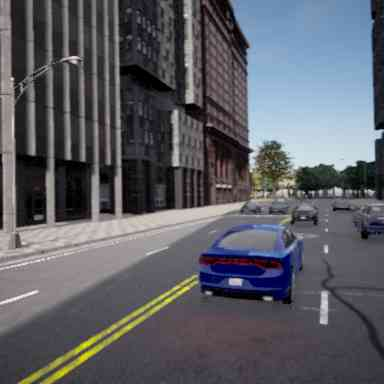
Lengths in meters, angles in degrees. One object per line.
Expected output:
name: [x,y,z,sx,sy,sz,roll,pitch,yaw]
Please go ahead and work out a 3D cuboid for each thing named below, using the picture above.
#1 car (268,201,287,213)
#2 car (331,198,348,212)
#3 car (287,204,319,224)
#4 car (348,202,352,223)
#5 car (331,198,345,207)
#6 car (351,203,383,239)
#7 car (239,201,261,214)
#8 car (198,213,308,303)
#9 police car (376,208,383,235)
car: [9.759,1.742,37.327,1.837,1.490,4.892,-1,-1,22]
car: [18.346,1.661,40.898,1.994,1.385,4.181,-1,-1,22]
car: [8.702,1.647,25.571,1.812,1.442,4.674,-1,-1,22]
car: [11.984,1.544,22.730,1.812,1.442,4.674,-1,-1,22]
car: [24.630,1.694,56.337,2.033,1.411,5.357,-1,-1,22]
car: [9.703,1.351,17.149,2.097,1.767,4.553,-1,-1,22]
car: [6.919,1.842,38.968,1.812,1.442,4.674,-1,-1,22]
car: [1.748,1.544,8.549,1.882,1.535,5.008,-1,-1,22]
police car: [5.982,1.396,8.017,1.930,1.638,5.238,-1,-1,22]
